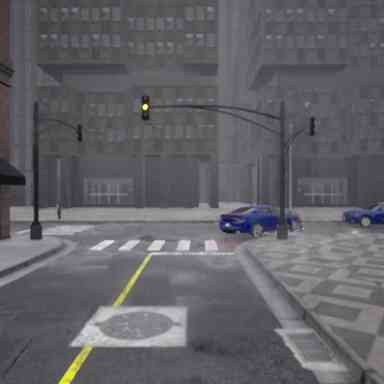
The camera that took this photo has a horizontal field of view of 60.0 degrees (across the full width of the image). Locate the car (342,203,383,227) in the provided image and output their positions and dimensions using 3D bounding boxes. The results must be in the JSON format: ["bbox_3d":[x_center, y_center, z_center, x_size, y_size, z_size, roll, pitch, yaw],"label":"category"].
[{"bbox_3d":[12.357,1.421,21.460,5.008,1.535,1.882,0,0,1],"label":"car"}]

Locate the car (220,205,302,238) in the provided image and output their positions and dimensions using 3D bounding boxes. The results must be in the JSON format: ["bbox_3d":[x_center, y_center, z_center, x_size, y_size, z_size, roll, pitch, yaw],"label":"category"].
[{"bbox_3d":[3.722,1.440,17.544,5.008,1.535,1.882,0,-2,-37],"label":"car"}]

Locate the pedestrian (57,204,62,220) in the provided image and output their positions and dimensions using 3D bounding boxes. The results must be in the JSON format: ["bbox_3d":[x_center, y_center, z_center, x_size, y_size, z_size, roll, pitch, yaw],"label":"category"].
[{"bbox_3d":[-9.857,1.490,24.723,0.500,1.100,0.500,0,0,1],"label":"pedestrian"}]
